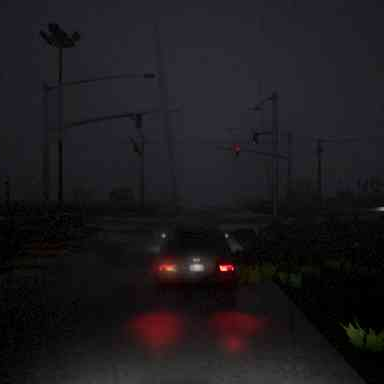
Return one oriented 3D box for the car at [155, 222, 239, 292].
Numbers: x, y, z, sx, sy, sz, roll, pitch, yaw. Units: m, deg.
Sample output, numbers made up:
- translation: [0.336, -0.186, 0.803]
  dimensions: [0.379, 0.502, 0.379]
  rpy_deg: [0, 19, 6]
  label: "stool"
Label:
- translation: [0.090, 1.537, 9.051]
  dimensions: [2.033, 1.411, 5.357]
  rpy_deg: [0, 0, 0]
  label: "car"
